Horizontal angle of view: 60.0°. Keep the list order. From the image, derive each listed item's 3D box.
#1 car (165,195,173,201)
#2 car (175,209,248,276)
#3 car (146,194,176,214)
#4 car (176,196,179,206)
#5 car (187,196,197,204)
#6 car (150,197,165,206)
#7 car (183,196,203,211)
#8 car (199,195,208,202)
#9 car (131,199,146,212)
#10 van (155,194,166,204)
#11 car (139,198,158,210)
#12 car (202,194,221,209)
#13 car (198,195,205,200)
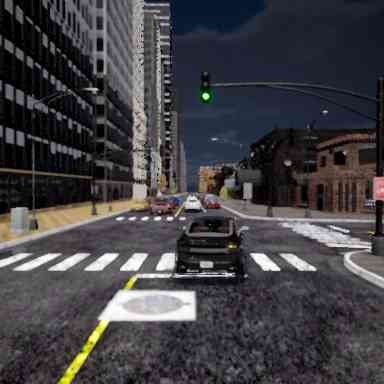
[{"bbox_3d":[-5.703,1.449,83.101,1.752,1.417,4.829,-1,0,0],"label":"car"},{"bbox_3d":[0.702,1.495,10.437,1.837,1.490,4.892,0,0,8],"label":"car"},{"bbox_3d":[-3.109,1.318,34.274,2.097,1.767,4.553,0,0,0],"label":"car"},{"bbox_3d":[-3.108,1.522,43.729,1.994,1.385,4.181,0,0,-1],"label":"car"},{"bbox_3d":[-0.025,1.463,65.252,1.812,1.442,4.674,0,0,0],"label":"car"},{"bbox_3d":[-5.691,1.513,55.051,1.947,1.339,4.313,-1,0,0],"label":"car"},{"bbox_3d":[0.085,1.487,39.204,1.812,1.442,4.674,0,0,0],"label":"car"},{"bbox_3d":[2.647,1.478,77.576,2.008,1.369,4.403,-1,0,0],"label":"car"},{"bbox_3d":[-5.855,1.488,37.948,1.752,1.417,4.829,-1,0,0],"label":"car"},{"bbox_3d":[-5.697,1.283,60.695,1.690,1.788,3.998,-1,0,0],"label":"van"},{"bbox_3d":[-5.686,1.523,43.762,1.947,1.339,4.313,-1,0,0],"label":"car"},{"bbox_3d":[2.659,1.398,43.711,1.967,1.590,4.097,-1,0,0],"label":"car"},{"bbox_3d":[2.641,1.480,94.508,1.947,1.339,4.313,-1,0,0],"label":"car"}]
